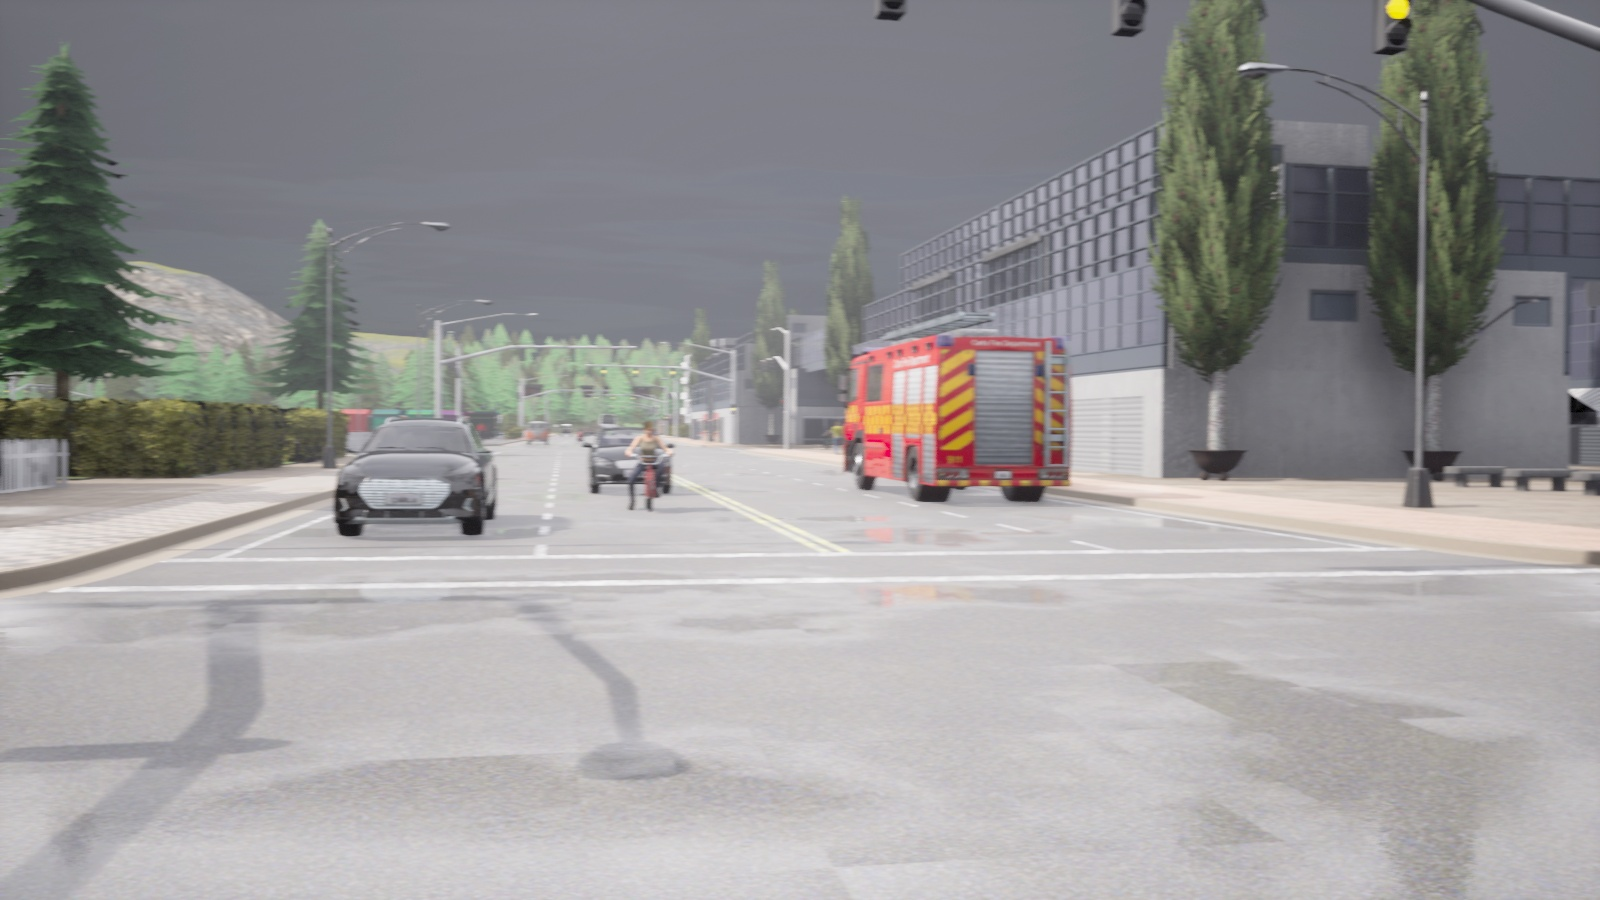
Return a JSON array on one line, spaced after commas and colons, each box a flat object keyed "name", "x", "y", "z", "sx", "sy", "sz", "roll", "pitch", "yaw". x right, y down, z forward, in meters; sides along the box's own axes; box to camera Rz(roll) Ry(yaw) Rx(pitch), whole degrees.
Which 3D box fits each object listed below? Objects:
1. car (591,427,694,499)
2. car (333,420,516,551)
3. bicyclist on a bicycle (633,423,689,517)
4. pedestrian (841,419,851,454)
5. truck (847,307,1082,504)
[{"name": "car", "x": -3.823, "y": 0.243, "z": 29.668, "sx": 2.128, "sy": 1.511, "sz": 4.902, "roll": -1, "pitch": 1, "yaw": -10}, {"name": "car", "x": -5.354, "y": 0.415, "z": 18.533, "sx": 2.033, "sy": 1.649, "sz": 4.856, "roll": -1, "pitch": 1, "yaw": -10}, {"name": "bicyclist on a bicycle", "x": -2.483, "y": 0.329, "z": 22.331, "sx": 0.866, "sy": 1.612, "sz": 1.509, "roll": -1, "pitch": 1, "yaw": -10}, {"name": "pedestrian", "x": 2.362, "y": -0.696, "z": 64.898, "sx": 0.354, "sy": 1.836, "sz": 0.706, "roll": -1, "pitch": 1, "yaw": -12}, {"name": "truck", "x": 3.417, "y": -0.943, "z": 28.893, "sx": 2.891, "sy": 3.827, "sz": 8.468, "roll": -1, "pitch": 1, "yaw": -10}]
